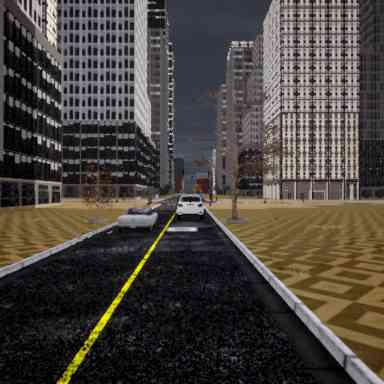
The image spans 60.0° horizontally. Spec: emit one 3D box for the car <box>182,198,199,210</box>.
[{"bbox_3d":[-0.213,1.545,43.384,2.033,1.411,5.357,0,0,0],"label":"car"}]

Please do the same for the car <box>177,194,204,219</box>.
[{"bbox_3d":[-0.126,1.224,29.351,2.150,2.045,5.566,0,0,0],"label":"car"}]

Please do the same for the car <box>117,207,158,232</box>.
[{"bbox_3d":[-3.239,1.601,20.348,1.895,1.301,4.718,0,0,-1],"label":"car"}]

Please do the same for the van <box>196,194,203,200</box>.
[{"bbox_3d":[2.047,1.326,90.926,1.690,1.788,3.998,0,0,0],"label":"van"}]
